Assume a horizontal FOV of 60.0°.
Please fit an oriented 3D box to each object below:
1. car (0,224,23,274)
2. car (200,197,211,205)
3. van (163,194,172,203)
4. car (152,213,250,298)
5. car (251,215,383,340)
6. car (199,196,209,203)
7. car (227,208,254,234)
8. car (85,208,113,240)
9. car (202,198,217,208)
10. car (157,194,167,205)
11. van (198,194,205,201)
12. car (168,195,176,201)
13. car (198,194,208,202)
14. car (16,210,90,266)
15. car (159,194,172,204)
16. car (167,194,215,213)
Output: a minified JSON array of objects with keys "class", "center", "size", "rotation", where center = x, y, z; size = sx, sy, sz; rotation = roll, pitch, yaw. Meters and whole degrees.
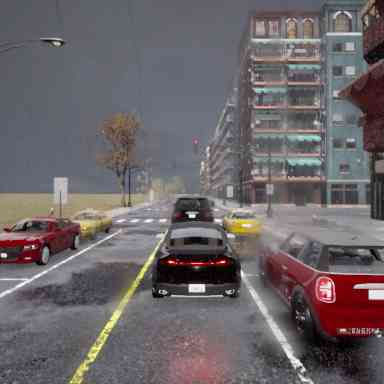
[{"class":"car","center":[-5.311,1.552,6.116],"size":[2.008,1.369,4.403],"rotation":[1,0,0]},{"class":"car","center":[2.530,1.599,61.458],"size":[1.802,1.307,4.206],"rotation":[1,0,0]},{"class":"van","center":[-5.355,1.362,72.284],"size":[1.690,1.788,3.998],"rotation":[1,0,0]},{"class":"car","center":[0.093,1.507,8.491],"size":[1.837,1.490,4.892],"rotation":[0,0,0]},{"class":"car","center":[2.571,1.442,6.532],"size":[1.967,1.590,4.097],"rotation":[1,0,0]},{"class":"car","center":[2.522,1.587,72.780],"size":[1.947,1.339,4.313],"rotation":[1,0,0]},{"class":"car","center":[2.562,1.530,17.791],"size":[1.752,1.417,4.829],"rotation":[1,0,0]},{"class":"car","center":[-5.318,1.530,17.019],"size":[1.752,1.417,4.829],"rotation":[1,0,0]},{"class":"car","center":[2.538,1.565,50.136],"size":[2.008,1.369,4.403],"rotation":[1,0,0]},{"class":"car","center":[-5.348,1.457,60.975],"size":[1.967,1.590,4.097],"rotation":[1,0,0]},{"class":"van","center":[2.513,1.369,89.763],"size":[1.690,1.788,3.998],"rotation":[1,0,0]},{"class":"car","center":[-5.370,1.609,89.246],"size":[1.802,1.307,4.206],"rotation":[1,0,0]},{"class":"car","center":[2.521,1.338,78.441],"size":[2.192,1.841,5.009],"rotation":[1,0,0]},{"class":"car","center":[-5.314,1.548,11.653],"size":[1.887,1.381,4.507],"rotation":[1,0,0]},{"class":"car","center":[-5.351,1.334,66.630],"size":[2.192,1.841,5.009],"rotation":[1,0,0]},{"class":"car","center":[0.068,1.226,18.345],"size":[2.150,2.045,5.566],"rotation":[0,0,1]}]
